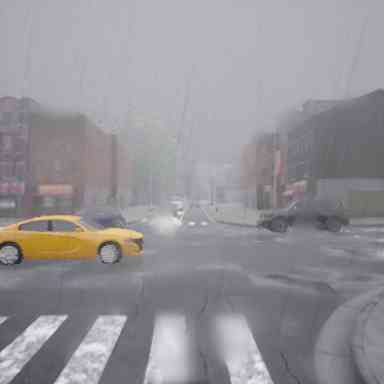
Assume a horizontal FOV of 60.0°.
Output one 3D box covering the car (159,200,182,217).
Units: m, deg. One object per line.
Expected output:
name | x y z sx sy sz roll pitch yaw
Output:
car | -2.558 1.951 37.116 2.128 1.511 4.902 0 -1 0

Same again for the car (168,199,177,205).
car | -5.259 2.681 90.731 2.008 1.369 4.403 1 -1 0

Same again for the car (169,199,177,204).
car | -5.300 2.682 92.705 1.752 1.417 4.829 1 -1 0

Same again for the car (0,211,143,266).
car | -4.136 1.527 11.072 5.008 1.535 1.882 0 -2 -1

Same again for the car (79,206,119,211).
car | -6.747 1.742 21.965 4.553 1.767 2.097 0 -4 -42

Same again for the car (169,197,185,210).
car | -2.547 1.848 50.796 2.150 2.045 5.566 0 -1 0

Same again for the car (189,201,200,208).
car | 0.408 2.309 61.979 2.033 1.411 5.357 0 -1 -3

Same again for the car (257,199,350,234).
car | 7.013 1.501 21.132 5.566 2.045 2.150 -1 -2 -1
